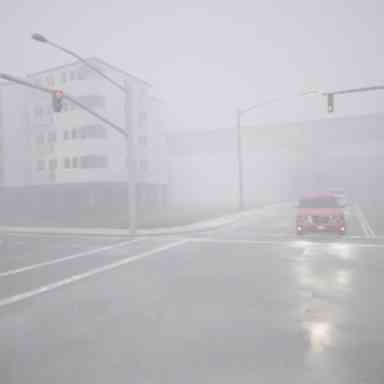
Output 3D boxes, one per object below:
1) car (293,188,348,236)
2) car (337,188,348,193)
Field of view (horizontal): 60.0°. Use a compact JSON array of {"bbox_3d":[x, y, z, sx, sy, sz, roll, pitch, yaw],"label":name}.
[{"bbox_3d":[6.552,1.100,17.300,2.150,2.045,5.566,-2,2,19],"label":"car"},{"bbox_3d":[16.718,0.613,38.500,2.150,2.045,5.566,-2,0,24],"label":"car"}]
